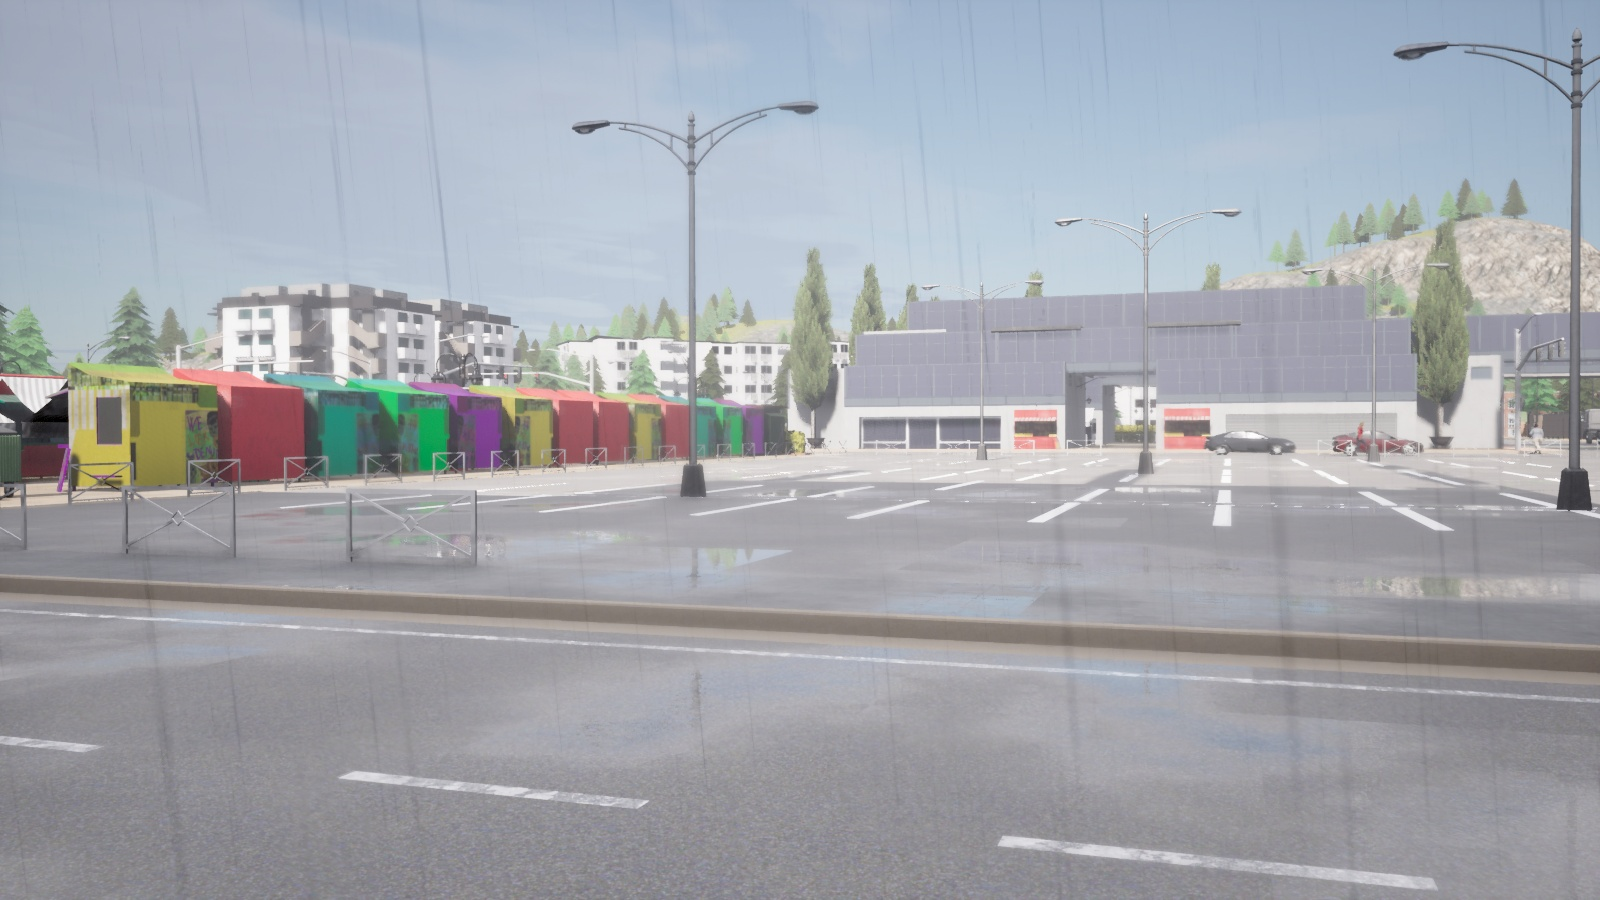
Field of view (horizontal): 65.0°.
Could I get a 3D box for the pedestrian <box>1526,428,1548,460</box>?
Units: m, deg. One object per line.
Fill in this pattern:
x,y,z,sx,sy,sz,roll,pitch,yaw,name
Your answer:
43.865,-0.372,74.774,0.874,1.855,0.900,0,1,12,pedestrian

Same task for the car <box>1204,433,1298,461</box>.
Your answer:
25.457,-0.201,70.893,4.902,1.511,2.128,1,1,20,car

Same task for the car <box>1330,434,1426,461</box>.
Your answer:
32.991,-0.145,71.838,4.792,1.488,2.163,1,1,20,car

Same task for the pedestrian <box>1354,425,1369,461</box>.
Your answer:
28.825,-0.384,64.467,0.636,1.846,0.331,1,1,20,pedestrian
